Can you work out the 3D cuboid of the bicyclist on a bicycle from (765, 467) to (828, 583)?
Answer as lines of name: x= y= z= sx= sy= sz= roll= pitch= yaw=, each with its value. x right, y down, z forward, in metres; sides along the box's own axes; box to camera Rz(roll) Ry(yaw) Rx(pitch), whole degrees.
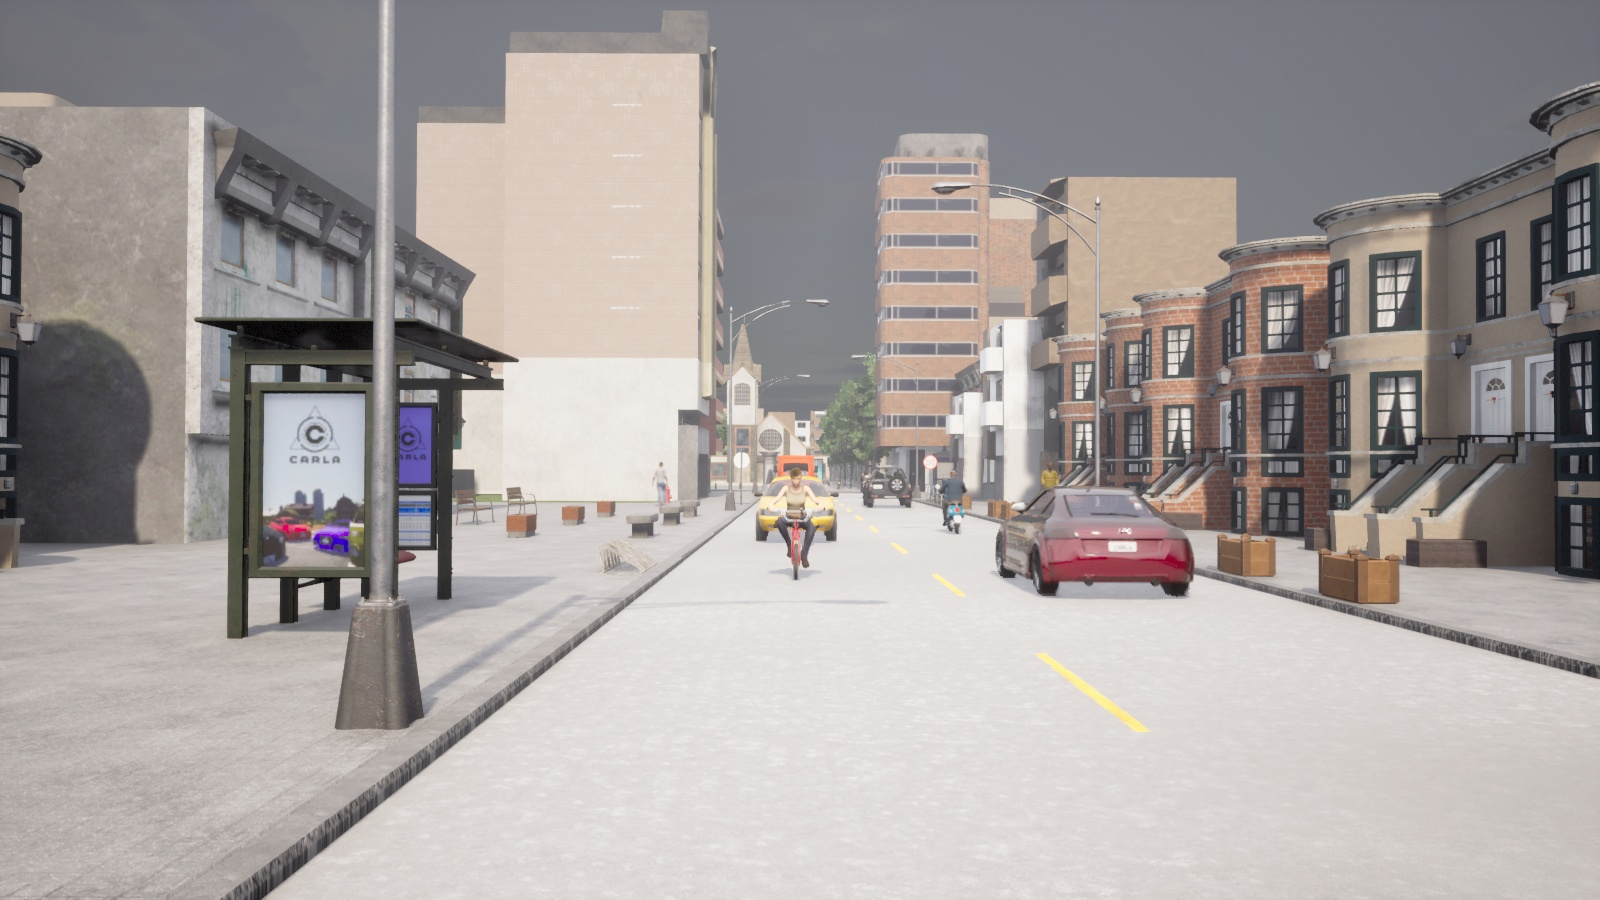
bicyclist on a bicycle: x=-0.049 y=1.056 z=18.204 sx=0.866 sy=1.612 sz=1.509 roll=0 pitch=-1 yaw=0

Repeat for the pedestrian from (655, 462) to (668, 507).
pedestrian: x=-5.619 y=1.402 z=51.041 sx=0.354 sy=1.836 sz=0.706 roll=0 pitch=-1 yaw=8

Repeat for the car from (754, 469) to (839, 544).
car: x=-0.072 y=1.246 z=29.353 sx=1.801 sy=1.575 sz=5.366 roll=0 pitch=-1 yaw=0

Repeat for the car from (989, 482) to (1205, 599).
car: x=3.958 y=1.156 z=17.473 sx=1.994 sy=1.385 sz=4.181 roll=0 pitch=-1 yaw=0

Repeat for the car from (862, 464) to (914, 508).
car: x=3.832 y=1.546 z=55.510 sx=1.932 sy=1.855 sz=4.605 roll=0 pitch=-1 yaw=0

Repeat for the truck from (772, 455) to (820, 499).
truck: x=-0.229 y=1.532 z=71.839 sx=2.627 sy=2.467 sz=5.204 roll=0 pitch=-1 yaw=0

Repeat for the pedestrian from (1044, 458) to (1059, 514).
pedestrian: x=8.375 y=1.192 z=41.855 sx=0.370 sy=1.835 sz=0.726 roll=0 pitch=-1 yaw=4

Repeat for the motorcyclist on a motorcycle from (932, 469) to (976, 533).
motorcyclist on a motorcycle: x=3.921 y=1.290 z=32.094 sx=0.866 sy=1.590 sz=1.817 roll=0 pitch=-1 yaw=0
